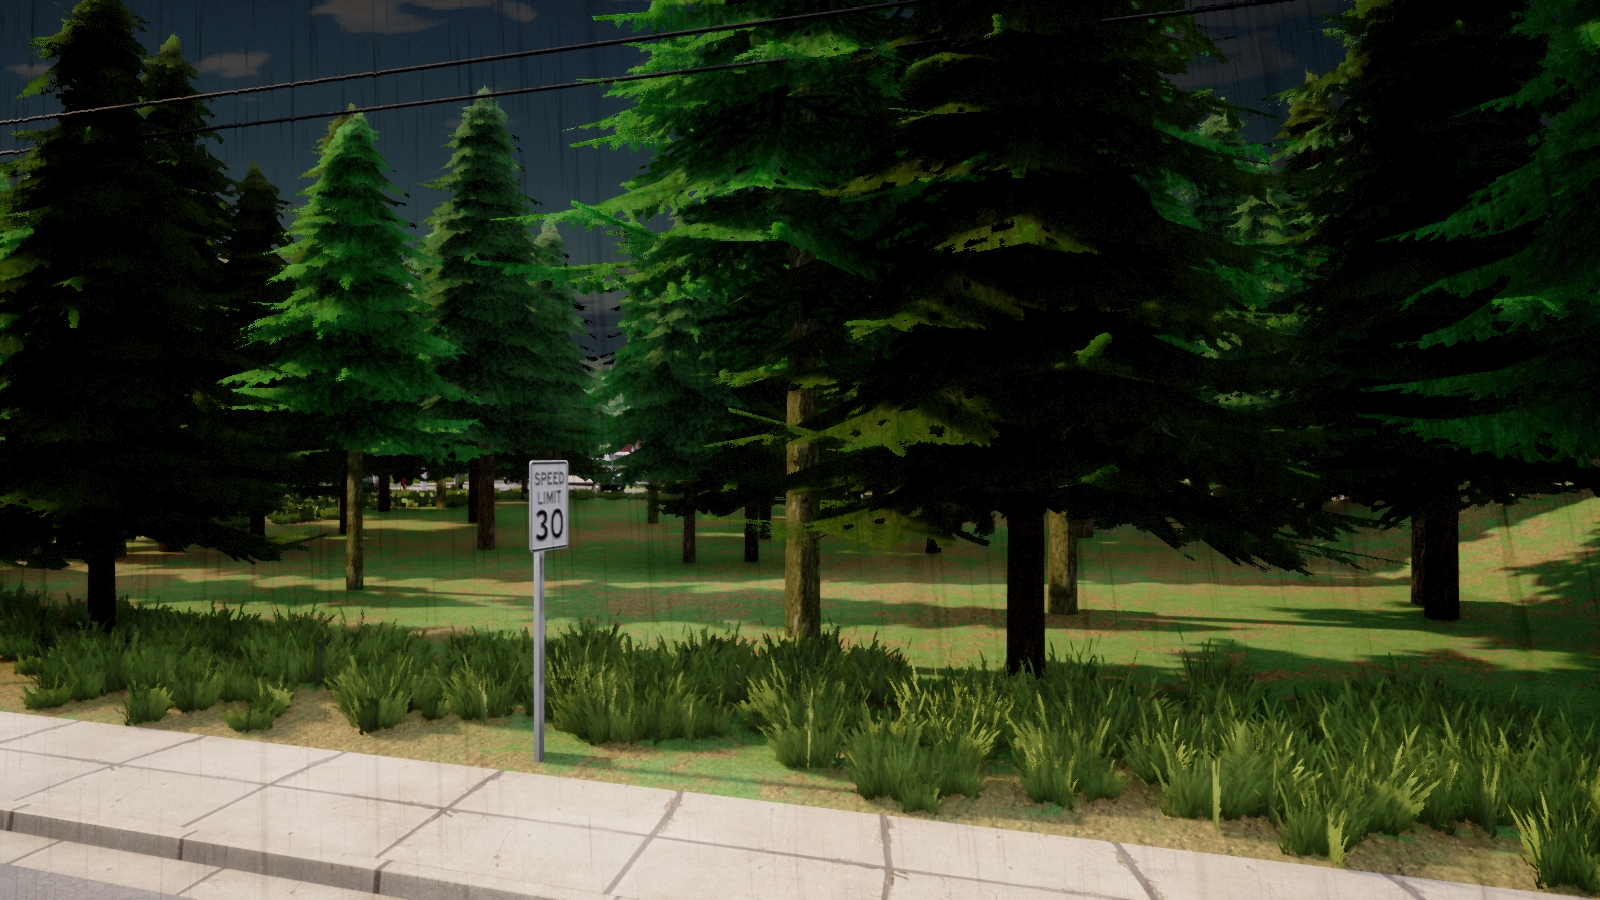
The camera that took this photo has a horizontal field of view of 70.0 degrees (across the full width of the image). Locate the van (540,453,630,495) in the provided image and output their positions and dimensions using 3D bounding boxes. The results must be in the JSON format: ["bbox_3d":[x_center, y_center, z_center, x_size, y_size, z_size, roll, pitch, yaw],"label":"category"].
[{"bbox_3d":[-13.883,1.507,73.669,5.915,2.561,1.988,0,0,33],"label":"van"}]
